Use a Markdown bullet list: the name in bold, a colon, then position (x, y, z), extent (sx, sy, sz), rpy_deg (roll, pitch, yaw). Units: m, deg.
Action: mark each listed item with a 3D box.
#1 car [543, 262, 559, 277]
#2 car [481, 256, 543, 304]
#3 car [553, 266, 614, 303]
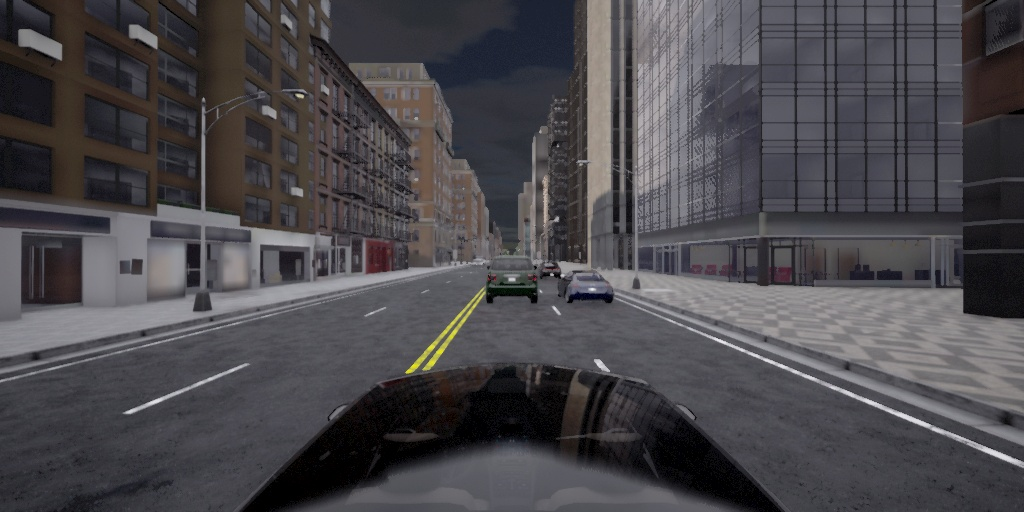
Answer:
- **car**: position (3.250, 1.273, 31.500), extent (1.837, 1.490, 4.892), rpy_deg (0, 0, 0)
- **car**: position (0.000, 1.008, 16.530), extent (2.150, 2.045, 5.566), rpy_deg (0, 0, 0)
- **car**: position (3.250, 1.323, 16.500), extent (1.994, 1.385, 4.181), rpy_deg (0, 0, 0)
